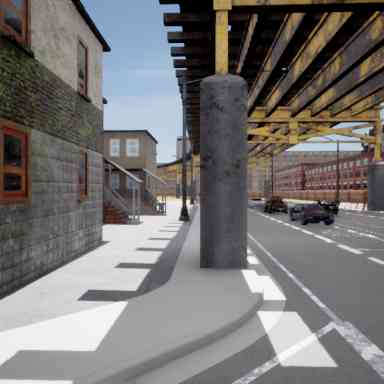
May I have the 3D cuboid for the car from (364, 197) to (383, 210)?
[{"bbox_3d":[24.894,1.452,42.636,4.974,1.542,2.038,0,0,32],"label":"car"}]

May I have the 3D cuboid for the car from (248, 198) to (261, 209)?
[{"bbox_3d":[8.992,1.526,46.342,1.812,1.442,4.674,0,0,0],"label":"car"}]

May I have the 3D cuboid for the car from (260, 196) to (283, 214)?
[{"bbox_3d":[8.758,1.505,34.855,1.837,1.490,4.892,0,0,2],"label":"car"}]

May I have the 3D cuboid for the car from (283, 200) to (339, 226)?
[{"bbox_3d":[8.358,1.547,23.830,2.033,1.411,5.357,0,0,2],"label":"car"}]

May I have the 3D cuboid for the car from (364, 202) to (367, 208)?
[{"bbox_3d":[24.938,1.295,42.609,4.536,1.218,1.853,0,0,32],"label":"car"}]

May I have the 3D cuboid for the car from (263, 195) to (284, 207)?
[{"bbox_3d":[12.712,1.352,52.357,2.097,1.767,4.553,0,0,-2],"label":"car"}]
